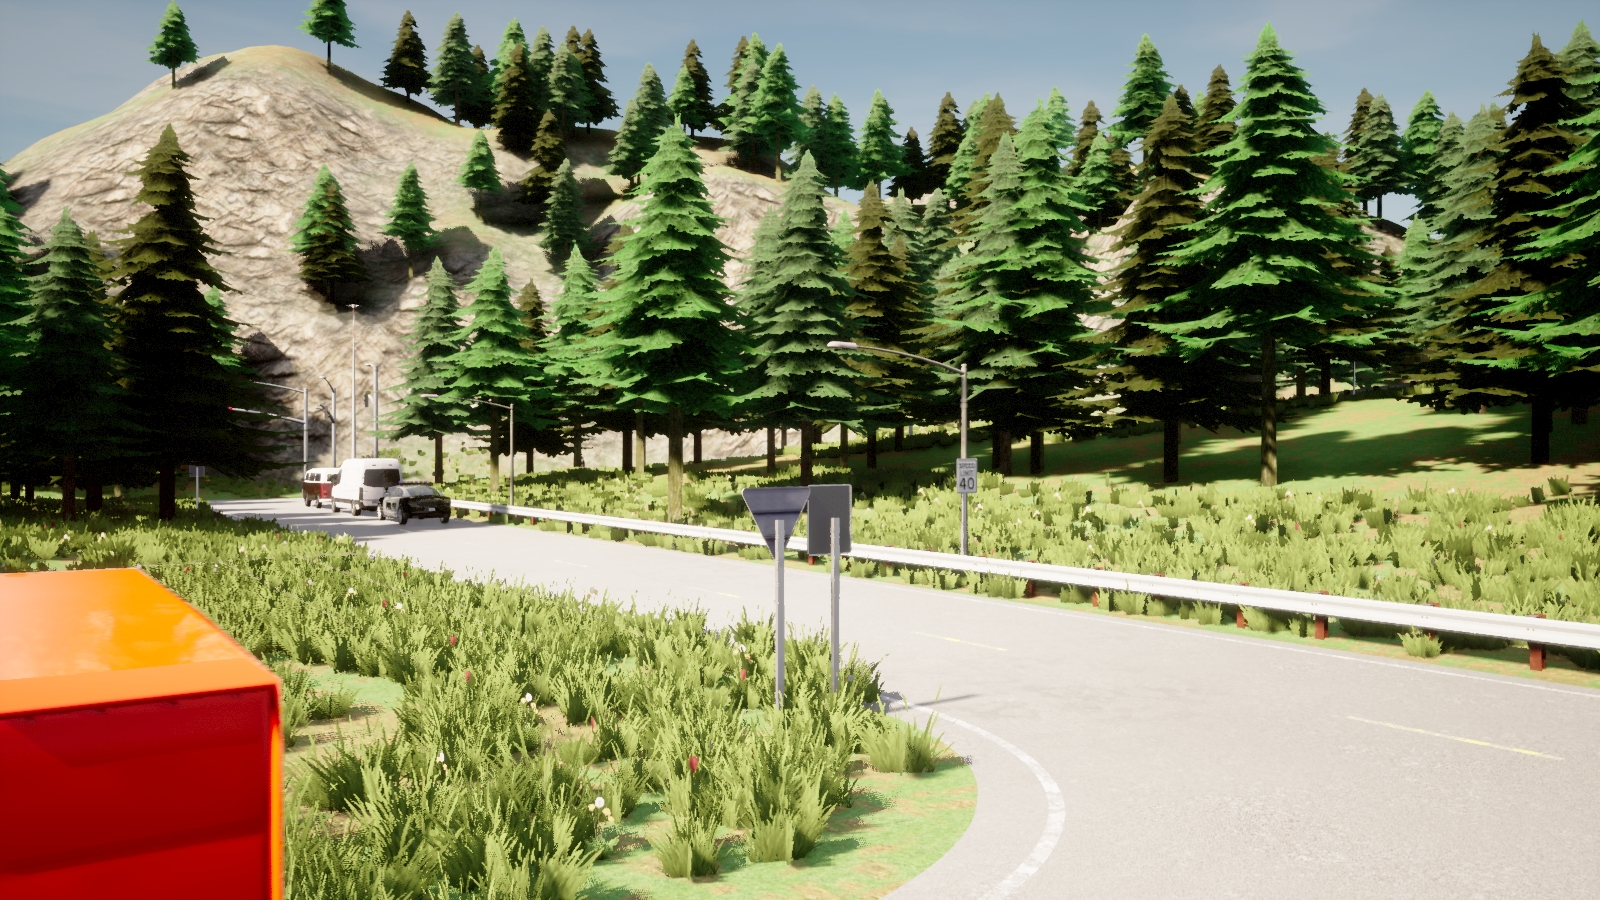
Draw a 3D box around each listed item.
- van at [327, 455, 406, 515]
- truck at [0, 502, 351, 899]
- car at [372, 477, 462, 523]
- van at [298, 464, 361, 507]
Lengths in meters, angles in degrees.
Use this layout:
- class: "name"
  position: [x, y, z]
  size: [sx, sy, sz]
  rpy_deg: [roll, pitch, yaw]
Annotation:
- class: "van"
  position: [-20.079, 1.534, 52.765]
  size: [1.988, 2.561, 5.915]
  rpy_deg: [0, 0, -35]
- class: "truck"
  position: [-3.570, 1.424, 1.331]
  size: [5.204, 2.467, 2.627]
  rpy_deg: [0, 0, -35]
- class: "car"
  position: [-15.723, 1.982, 46.760]
  size: [2.097, 1.638, 5.238]
  rpy_deg: [0, 0, -35]
- class: "van"
  position: [-24.143, 1.782, 58.581]
  size: [2.069, 2.038, 4.480]
  rpy_deg: [0, 0, -35]
